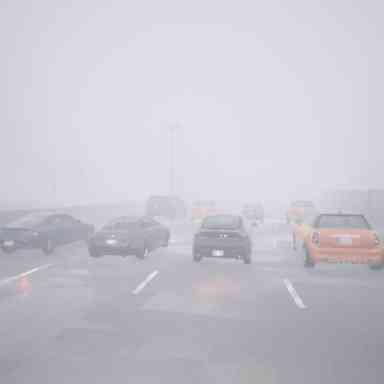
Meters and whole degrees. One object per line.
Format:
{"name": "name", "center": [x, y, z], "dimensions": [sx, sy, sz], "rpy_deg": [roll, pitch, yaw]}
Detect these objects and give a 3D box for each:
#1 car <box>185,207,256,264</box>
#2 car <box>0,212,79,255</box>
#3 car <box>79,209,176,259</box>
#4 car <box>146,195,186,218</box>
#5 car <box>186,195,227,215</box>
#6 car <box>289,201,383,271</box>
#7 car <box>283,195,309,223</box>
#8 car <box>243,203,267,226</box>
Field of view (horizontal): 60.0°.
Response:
{"name": "car", "center": [1.233, 1.514, 11.957], "dimensions": [1.837, 1.490, 4.892], "rpy_deg": [0, 0, 11]}
{"name": "car", "center": [-5.628, 1.531, 13.345], "dimensions": [1.812, 1.442, 4.674], "rpy_deg": [0, 0, 11]}
{"name": "car", "center": [-2.198, 1.570, 12.651], "dimensions": [1.994, 1.385, 4.181], "rpy_deg": [0, 0, 11]}
{"name": "car", "center": [-2.024, 1.256, 27.643], "dimensions": [2.150, 2.045, 5.566], "rpy_deg": [0, 0, 15]}
{"name": "car", "center": [1.349, 1.364, 26.706], "dimensions": [2.097, 1.767, 4.553], "rpy_deg": [0, 0, 15]}
{"name": "car", "center": [4.657, 1.364, 11.233], "dimensions": [2.097, 1.767, 4.553], "rpy_deg": [0, 0, 11]}
{"name": "car", "center": [8.124, 1.364, 24.949], "dimensions": [2.097, 1.767, 4.553], "rpy_deg": [0, 0, 15]}
{"name": "car", "center": [4.744, 1.561, 25.856], "dimensions": [2.033, 1.411, 5.357], "rpy_deg": [0, 0, 15]}
